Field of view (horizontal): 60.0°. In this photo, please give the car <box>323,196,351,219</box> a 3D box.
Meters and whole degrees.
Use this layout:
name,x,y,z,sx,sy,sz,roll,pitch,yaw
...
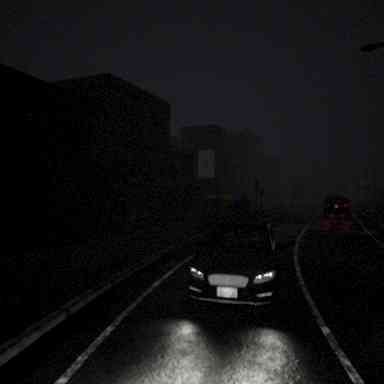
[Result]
name,x,y,z,sx,sy,sz,roll,pitch,yaw
car,13.535,1.354,31.111,2.150,2.045,5.566,0,0,24

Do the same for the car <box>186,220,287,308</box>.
name,x,y,z,sx,sy,sz,roll,pitch,yaw
car,1.233,1.509,8.228,2.128,1.511,4.902,0,0,15

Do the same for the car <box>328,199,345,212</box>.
name,x,y,z,sx,sy,sz,roll,pitch,yaw
car,18.181,1.702,41.790,1.812,1.442,4.674,0,0,24
